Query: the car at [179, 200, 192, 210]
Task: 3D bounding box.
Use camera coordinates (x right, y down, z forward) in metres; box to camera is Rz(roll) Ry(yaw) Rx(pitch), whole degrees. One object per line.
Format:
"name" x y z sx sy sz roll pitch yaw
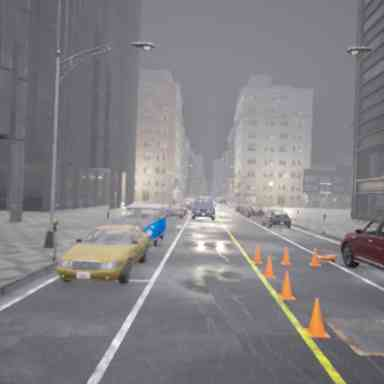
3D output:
"car" -0.997 2.118 55.075 1.947 1.339 4.313 2 -1 2

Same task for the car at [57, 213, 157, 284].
"car" -2.334 1.562 9.807 1.752 1.417 4.829 2 -1 2

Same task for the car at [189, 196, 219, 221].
"car" 1.106 1.614 31.872 2.150 2.045 5.566 2 0 2

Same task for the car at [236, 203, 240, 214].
"car" 7.186 2.302 43.522 1.802 1.307 4.206 2 -1 2

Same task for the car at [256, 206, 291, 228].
"car" 6.687 2.084 26.613 2.008 1.369 4.403 2 -1 2

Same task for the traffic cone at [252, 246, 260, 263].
"traffic cone" 2.290 2.173 11.639 0.340 0.580 0.340 2 -1 2

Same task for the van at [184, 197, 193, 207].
"van" -0.656 2.014 66.354 1.690 1.788 3.998 2 -1 2

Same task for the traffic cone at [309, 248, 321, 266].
"traffic cone" 4.288 2.241 11.579 0.340 0.580 0.340 2 -1 2

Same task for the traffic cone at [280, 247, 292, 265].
"traffic cone" 3.289 2.207 11.609 0.340 0.580 0.340 2 -1 2

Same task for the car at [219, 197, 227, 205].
"car" 8.662 2.514 93.074 2.192 1.841 5.009 2 0 2

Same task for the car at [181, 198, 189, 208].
"car" -1.492 1.807 38.166 1.967 1.590 4.097 2 -1 2

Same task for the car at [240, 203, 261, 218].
"car" 7.024 2.099 37.886 1.967 1.590 4.097 2 -1 2

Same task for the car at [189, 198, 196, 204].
"car" 0.133 2.432 93.185 1.752 1.417 4.829 2 0 2

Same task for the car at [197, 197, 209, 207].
"car" 2.261 2.014 68.231 2.150 2.045 5.566 2 -1 2

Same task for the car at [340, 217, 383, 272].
"car" 6.196 1.645 9.705 2.192 1.841 5.009 2 -1 2

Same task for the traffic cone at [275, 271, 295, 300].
"traffic cone" 2.172 2.123 7.641 0.340 0.580 0.340 2 -1 2

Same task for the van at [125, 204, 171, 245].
"van" -2.155 1.450 15.618 1.690 1.788 3.998 2 -1 2

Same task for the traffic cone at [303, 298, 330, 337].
"traffic cone" 2.114 2.098 5.642 0.340 0.580 0.340 2 -1 2

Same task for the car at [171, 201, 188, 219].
"car" -1.664 1.887 32.526 1.802 1.307 4.206 2 -1 2

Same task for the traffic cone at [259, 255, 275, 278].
"traffic cone" 2.231 2.148 9.640 0.340 0.580 0.340 2 -1 2
